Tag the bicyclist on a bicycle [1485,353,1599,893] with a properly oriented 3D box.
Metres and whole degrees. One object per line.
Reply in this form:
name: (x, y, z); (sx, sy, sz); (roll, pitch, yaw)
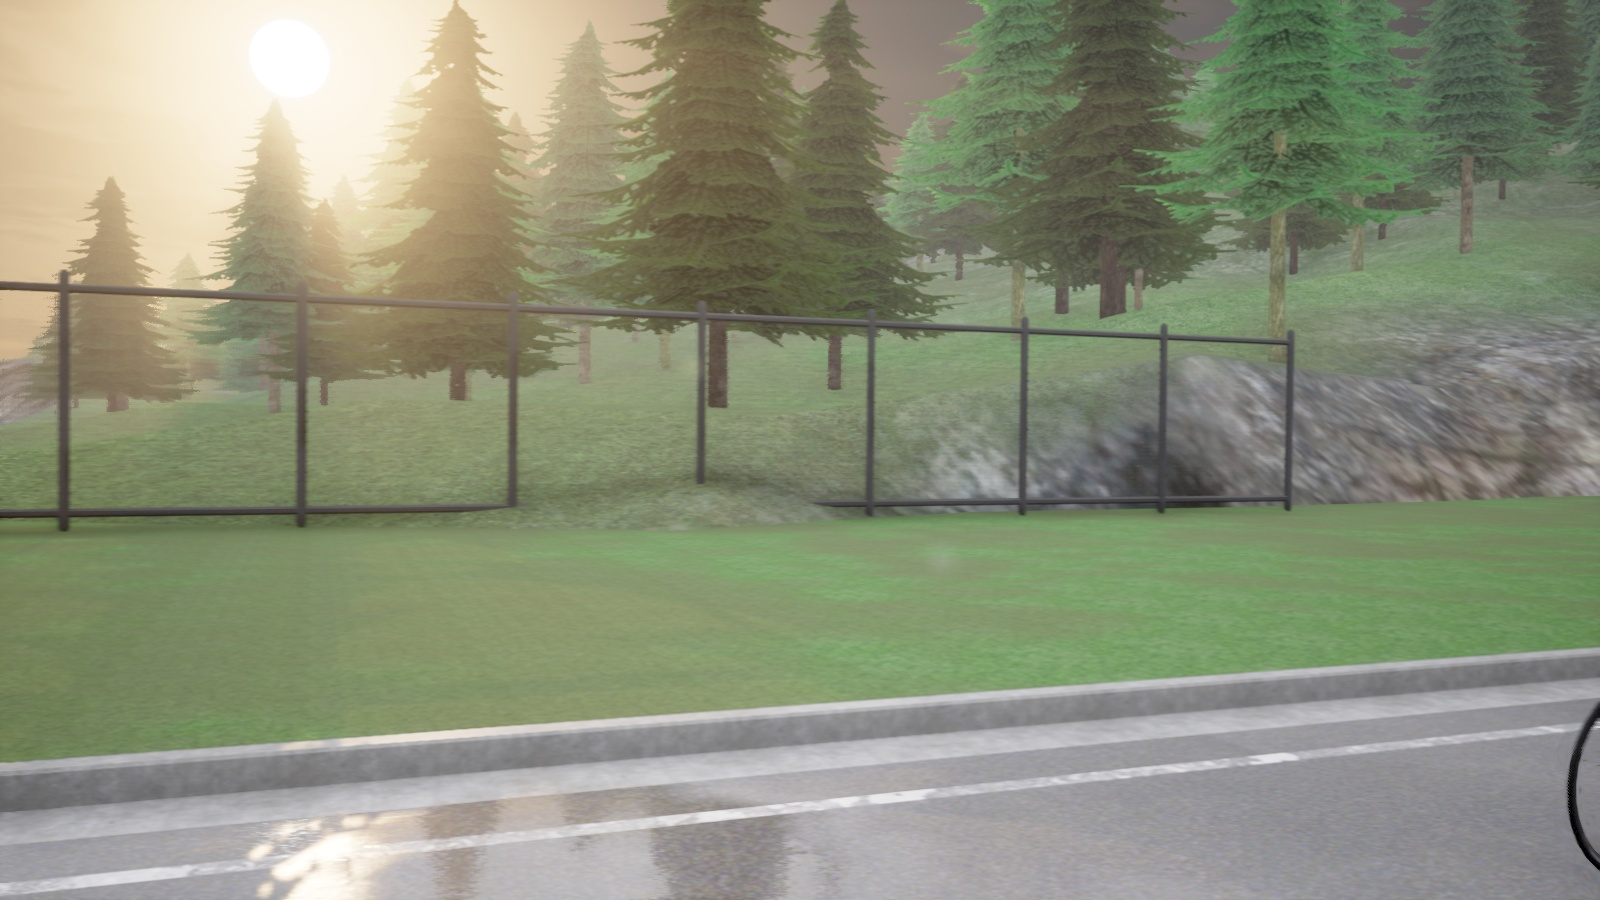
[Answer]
bicyclist on a bicycle: (3.451, 0.557, 4.548); (1.843, 1.776, 0.659); (-1, 1, -21)
